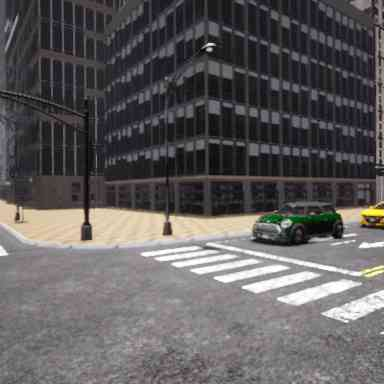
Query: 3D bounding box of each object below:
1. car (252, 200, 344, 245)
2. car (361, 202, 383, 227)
[{"bbox_3d":[4.873,1.257,15.146,4.553,1.767,2.097,0,0,-36],"label":"car"},{"bbox_3d":[12.350,1.320,20.485,5.008,1.535,1.882,0,0,-35],"label":"car"}]
